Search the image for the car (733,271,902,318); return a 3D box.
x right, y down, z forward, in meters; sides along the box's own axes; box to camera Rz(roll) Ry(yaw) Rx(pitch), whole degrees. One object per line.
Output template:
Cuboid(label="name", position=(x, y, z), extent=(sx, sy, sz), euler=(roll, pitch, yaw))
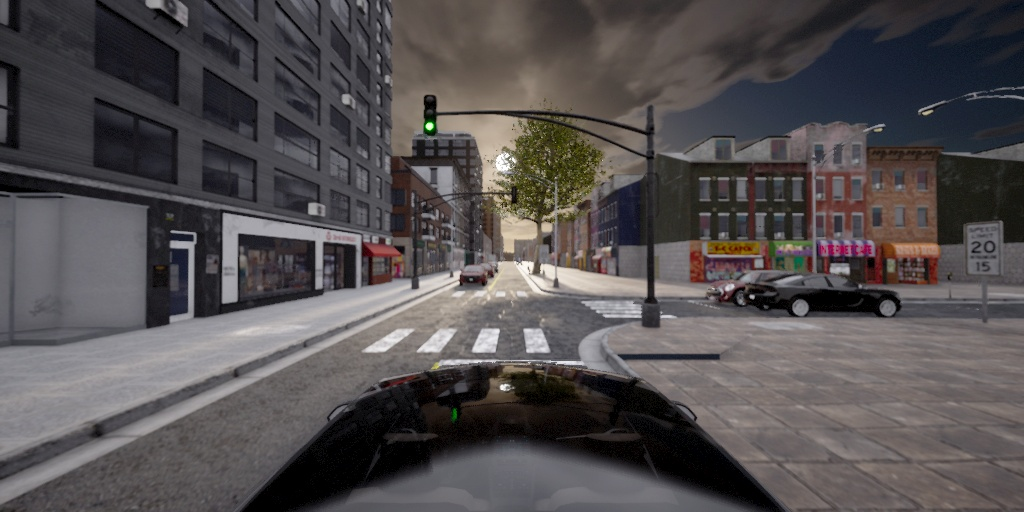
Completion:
Cuboid(label="car", position=(11.373, 1.379, 13.300), extent=(5.008, 1.535, 1.882), euler=(0, -1, 0))

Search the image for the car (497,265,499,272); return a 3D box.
Cuboid(label="car", position=(-2.950, 1.622, 52.234), extent=(2.128, 1.511, 4.902), euler=(0, 0, 1))

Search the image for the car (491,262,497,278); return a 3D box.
Cuboid(label="car", position=(-2.941, 1.507, 39.192), extent=(1.882, 1.535, 5.008), euler=(0, 0, 0))

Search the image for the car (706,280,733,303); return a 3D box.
Cuboid(label="car", position=(10.887, 1.365, 15.928), extent=(4.097, 1.591, 1.967), euler=(0, 0, 0))

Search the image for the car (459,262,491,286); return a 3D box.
Cuboid(label="car", position=(-2.909, 1.420, 27.801), extent=(1.882, 1.535, 5.008), euler=(0, 0, 0))
